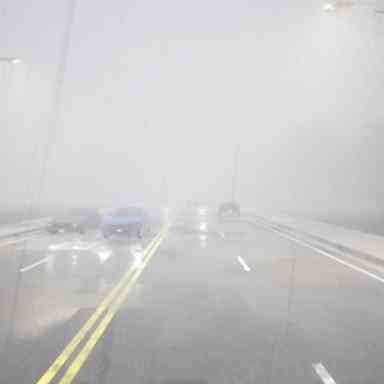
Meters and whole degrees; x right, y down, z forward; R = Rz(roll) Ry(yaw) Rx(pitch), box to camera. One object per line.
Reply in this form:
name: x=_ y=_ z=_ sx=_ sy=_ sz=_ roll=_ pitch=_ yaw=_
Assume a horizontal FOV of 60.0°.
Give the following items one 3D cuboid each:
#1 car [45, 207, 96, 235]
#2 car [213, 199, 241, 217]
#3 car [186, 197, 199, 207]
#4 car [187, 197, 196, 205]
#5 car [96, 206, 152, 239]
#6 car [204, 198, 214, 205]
car: x=-6.547 y=1.580 z=19.402 sx=2.033 sy=1.411 sz=5.357 roll=0 pitch=0 yaw=1
car: x=3.245 y=1.375 z=30.236 sx=1.837 sy=1.490 sz=4.892 roll=0 pitch=0 yaw=0
car: x=0.090 y=1.730 z=55.028 sx=2.128 sy=1.511 sz=4.902 roll=0 pitch=-1 yaw=0
car: x=-0.012 y=1.900 z=72.192 sx=1.882 sy=1.535 sz=5.008 roll=0 pitch=-1 yaw=0
car: x=-3.312 y=1.505 z=17.722 sx=1.882 sy=1.535 sz=5.008 roll=0 pitch=-1 yaw=0
car: x=3.240 y=1.706 z=61.719 sx=1.895 sy=1.301 sz=4.718 roll=0 pitch=-1 yaw=0
